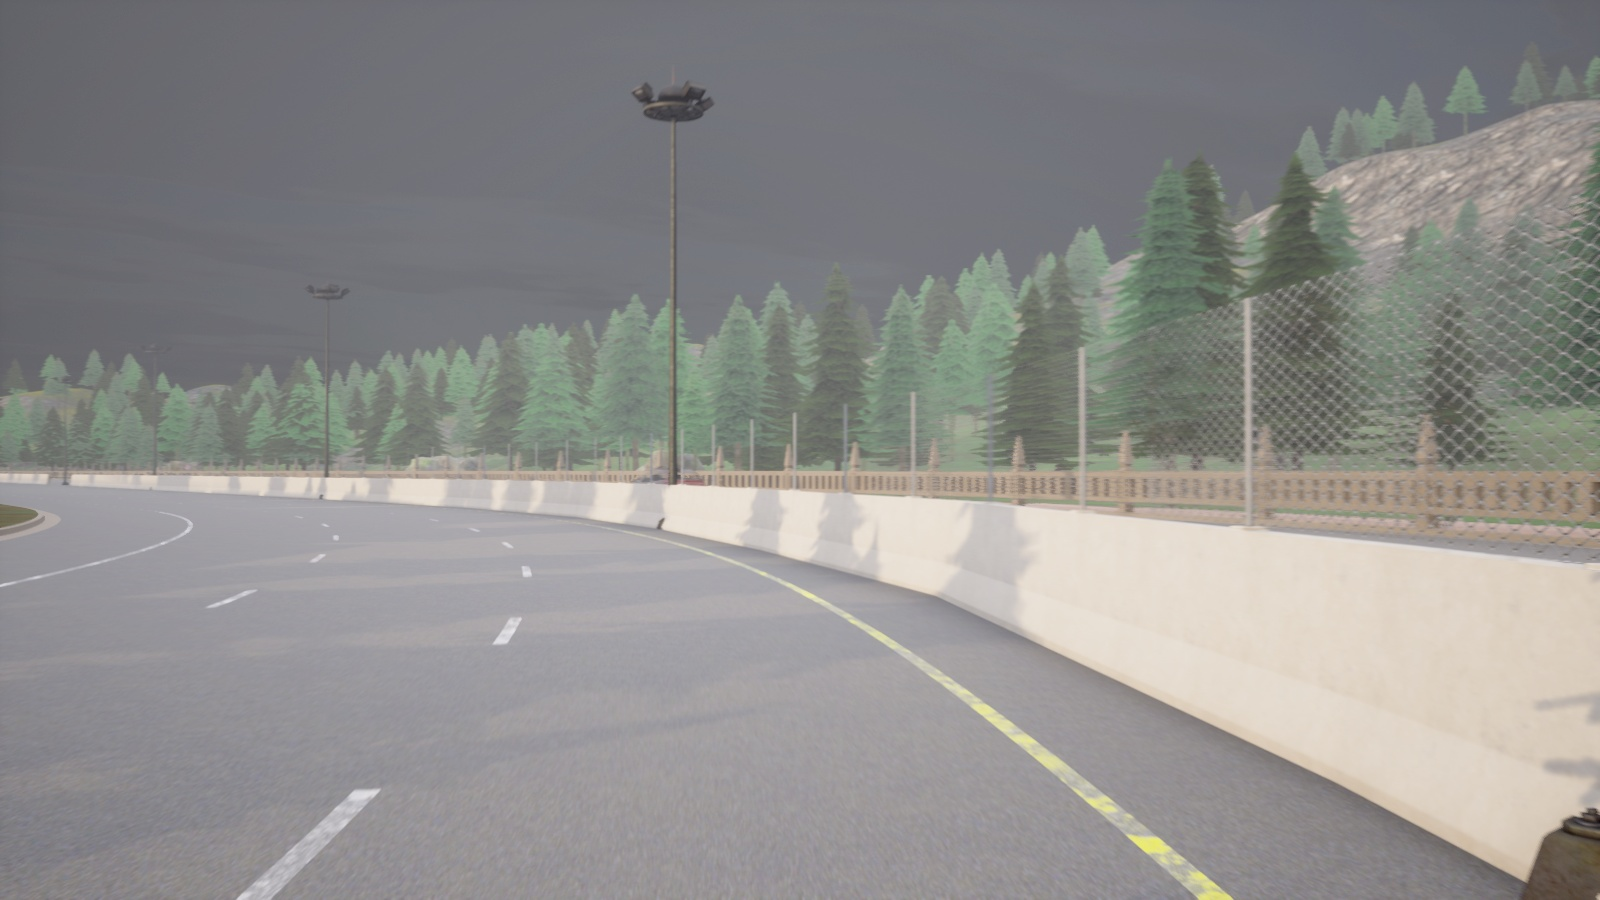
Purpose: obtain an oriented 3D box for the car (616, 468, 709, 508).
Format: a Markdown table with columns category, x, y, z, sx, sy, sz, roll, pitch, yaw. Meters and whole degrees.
| category | x | y | z | sx | sy | sz | roll | pitch | yaw |
| --- | --- | --- | --- | --- | --- | --- | --- | --- | --- |
| car | -6.081 | 1.627 | 55.087 | 2.242 | 1.667 | 4.611 | 0 | -1 | -33 |
